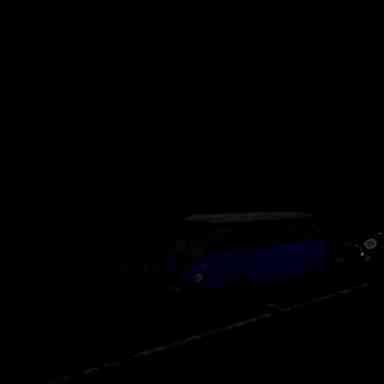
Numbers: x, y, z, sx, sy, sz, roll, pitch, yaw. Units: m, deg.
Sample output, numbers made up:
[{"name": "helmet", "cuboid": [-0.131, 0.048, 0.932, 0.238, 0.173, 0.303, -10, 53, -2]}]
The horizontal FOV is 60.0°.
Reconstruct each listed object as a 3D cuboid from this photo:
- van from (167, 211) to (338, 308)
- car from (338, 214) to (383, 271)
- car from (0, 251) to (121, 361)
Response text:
[{"name": "van", "cuboid": [1.386, 1.357, 7.650, 3.998, 1.788, 1.690, 0, 0, -36]}, {"name": "car", "cuboid": [5.971, 1.472, 10.928, 4.097, 1.590, 1.967, 0, 0, -36]}, {"name": "car", "cuboid": [-3.199, 1.544, 4.370, 4.507, 1.381, 1.887, 0, 0, -36]}]
